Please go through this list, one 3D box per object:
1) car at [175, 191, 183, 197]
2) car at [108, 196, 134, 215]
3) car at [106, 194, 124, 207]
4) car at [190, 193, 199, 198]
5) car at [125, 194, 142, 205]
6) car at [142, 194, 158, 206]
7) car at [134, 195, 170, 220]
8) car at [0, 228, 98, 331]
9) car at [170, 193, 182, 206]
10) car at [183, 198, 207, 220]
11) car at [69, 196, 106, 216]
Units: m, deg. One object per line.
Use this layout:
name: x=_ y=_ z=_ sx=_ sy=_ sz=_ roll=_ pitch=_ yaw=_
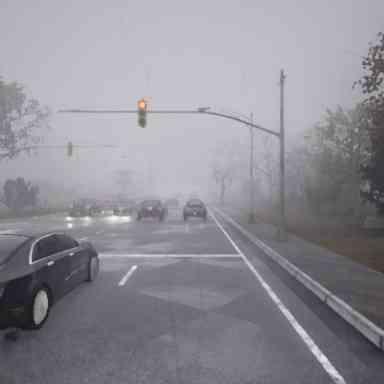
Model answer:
car: x=-3.039 y=0.548 z=74.146 sx=1.812 sy=1.442 sz=4.674 roll=0 pitch=3 yaw=0
car: x=-6.907 y=1.506 z=34.873 sx=2.128 sy=1.511 sz=4.902 roll=0 pitch=0 yaw=0
car: x=-10.324 y=1.237 z=43.792 sx=2.150 sy=2.045 sz=5.566 roll=0 pitch=0 yaw=4
car: x=0.417 y=1.441 z=53.438 sx=1.882 sy=1.535 sz=5.008 roll=0 pitch=1 yaw=0
car: x=-10.218 y=1.289 z=58.425 sx=1.882 sy=1.535 sz=5.008 roll=0 pitch=2 yaw=1
car: x=-6.763 y=1.304 z=53.896 sx=2.097 sy=1.767 sz=4.553 roll=0 pitch=1 yaw=1
car: x=-3.255 y=1.363 z=28.017 sx=2.097 sy=1.767 sz=4.553 roll=0 pitch=0 yaw=0
car: x=-3.376 y=1.506 z=6.836 sx=1.837 sy=1.490 sz=4.892 roll=0 pitch=-1 yaw=0
car: x=-3.085 y=1.445 z=53.254 sx=1.882 sy=1.535 sz=5.008 roll=0 pitch=1 yaw=0
car: x=0.248 y=1.503 z=28.567 sx=2.128 sy=1.511 sz=4.902 roll=0 pitch=0 yaw=0
car: x=-10.419 y=1.365 z=32.750 sx=2.097 sy=1.767 sz=4.553 roll=0 pitch=0 yaw=0
